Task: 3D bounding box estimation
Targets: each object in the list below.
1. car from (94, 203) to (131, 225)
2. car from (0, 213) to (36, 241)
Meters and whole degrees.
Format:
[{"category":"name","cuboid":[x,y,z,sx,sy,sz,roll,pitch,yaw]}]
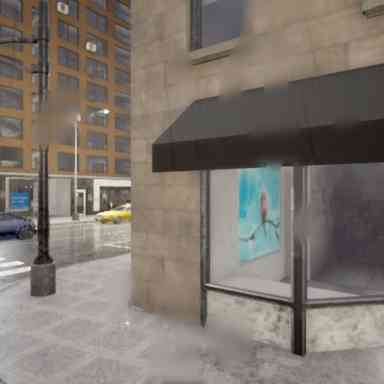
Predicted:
[{"category":"car","cuboid":[-4.935,1.543,24.720,1.752,1.417,4.829,0,0,36]},{"category":"car","cuboid":[-9.180,1.569,14.612,1.994,1.385,4.181,0,0,36]}]
